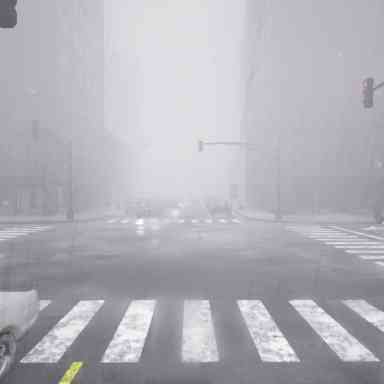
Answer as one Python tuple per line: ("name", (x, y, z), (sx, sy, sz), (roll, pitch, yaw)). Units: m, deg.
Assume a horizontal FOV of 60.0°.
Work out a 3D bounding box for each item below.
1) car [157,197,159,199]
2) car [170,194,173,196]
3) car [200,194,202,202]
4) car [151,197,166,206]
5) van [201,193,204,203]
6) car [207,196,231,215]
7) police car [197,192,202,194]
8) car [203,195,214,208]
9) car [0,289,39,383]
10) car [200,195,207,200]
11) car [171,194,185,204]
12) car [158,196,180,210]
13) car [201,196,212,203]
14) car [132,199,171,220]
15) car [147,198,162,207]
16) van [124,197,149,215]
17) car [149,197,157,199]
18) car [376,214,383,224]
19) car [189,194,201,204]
("car", (-5.653, 1.569, 44.790), (1.947, 1.339, 4.313), (0, 0, 0))
("car", (-5.546, 1.566, 67.463), (1.947, 1.339, 4.313), (0, 0, 0))
("car", (2.953, 1.527, 61.931), (1.752, 1.417, 4.829), (0, 0, 0))
("car", (-5.600, 1.568, 56.127), (1.947, 1.339, 4.313), (0, 0, 0))
("van", (2.926, 1.343, 56.092), (1.690, 1.788, 3.998), (0, 0, 0))
("car", (2.820, 1.442, 33.416), (1.967, 1.590, 4.097), (0, 0, 0))
("police car", (2.735, 1.420, 79.522), (1.930, 1.638, 5.238), (0, 0, 0))
("car", (2.873, 1.443, 44.754), (1.967, 1.590, 4.097), (0, 0, 0))
("car", (-3.097, 1.601, 2.485), (1.895, 1.301, 4.718), (0, 0, 0))
("car", (3.086, 1.557, 90.108), (1.947, 1.339, 4.313), (0, 0, 0))
("car", (-2.720, 1.602, 65.466), (1.895, 1.301, 4.718), (0, 0, 1))
("car", (-2.902, 1.603, 43.035), (1.895, 1.301, 4.718), (0, 0, 0))
("car", (2.979, 1.551, 67.431), (2.008, 1.369, 4.403), (0, 0, 0))
("car", (-3.367, 1.565, 28.458), (1.994, 1.385, 4.181), (0, 0, 6))
("car", (-5.626, 1.585, 50.458), (1.802, 1.307, 4.206), (0, 0, 0))
("van", (-5.706, 1.343, 33.453), (1.690, 1.788, 3.998), (0, 0, 0))
("car", (-5.680, 1.442, 39.122), (1.967, 1.590, 4.097), (0, 0, 0))
("car", (14.598, 1.563, 20.752), (5.357, 1.411, 2.033), (0, 0, 0))
("car", (0.296, 1.527, 63.821), (1.812, 1.442, 4.674), (0, 0, 0))
